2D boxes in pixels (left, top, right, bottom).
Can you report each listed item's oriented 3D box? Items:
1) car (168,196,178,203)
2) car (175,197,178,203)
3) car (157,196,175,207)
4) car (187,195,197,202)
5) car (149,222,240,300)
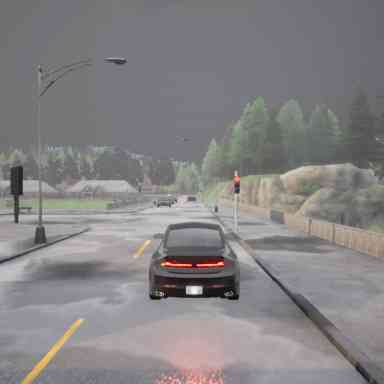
[{"bbox_3d":[-4.019,1.595,69.926,1.895,1.301,4.718,0,0,0],"label":"car"},{"bbox_3d":[-4.094,1.505,59.744,1.837,1.490,4.892,0,0,0],"label":"car"},{"bbox_3d":[-4.109,1.564,49.729,1.994,1.385,4.181,0,0,0],"label":"car"},{"bbox_3d":[-0.020,1.324,70.981,1.882,1.535,5.008,0,0,0],"label":"car"},{"bbox_3d":[0.058,1.505,8.363,1.837,1.490,4.892,0,0,0],"label":"car"}]
